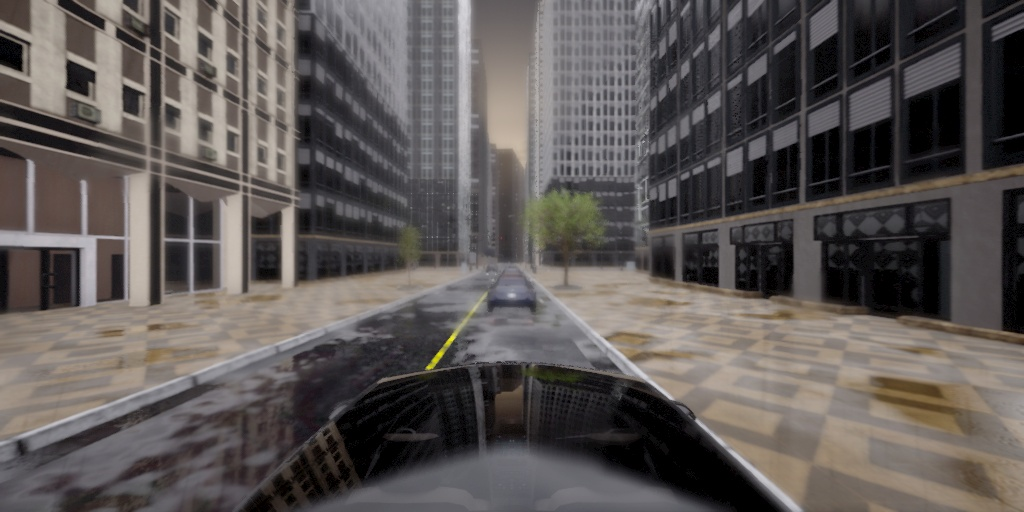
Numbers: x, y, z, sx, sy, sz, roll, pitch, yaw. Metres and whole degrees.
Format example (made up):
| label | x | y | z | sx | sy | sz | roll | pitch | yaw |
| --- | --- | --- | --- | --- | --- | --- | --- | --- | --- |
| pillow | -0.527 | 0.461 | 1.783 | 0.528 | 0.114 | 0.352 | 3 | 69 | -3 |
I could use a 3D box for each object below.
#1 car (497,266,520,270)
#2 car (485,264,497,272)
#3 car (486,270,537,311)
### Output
| label | x | y | z | sx | sy | sz | roll | pitch | yaw |
| --- | --- | --- | --- | --- | --- | --- | --- | --- | --- |
| car | -0.004 | 1.621 | 30.282 | 1.994 | 1.385 | 4.181 | 0 | -1 | 0 |
| car | -3.043 | 1.891 | 55.362 | 2.033 | 1.411 | 5.357 | 0 | -1 | 0 |
| car | 0.009 | 1.457 | 15.318 | 1.994 | 1.385 | 4.181 | 0 | -1 | 0 |
